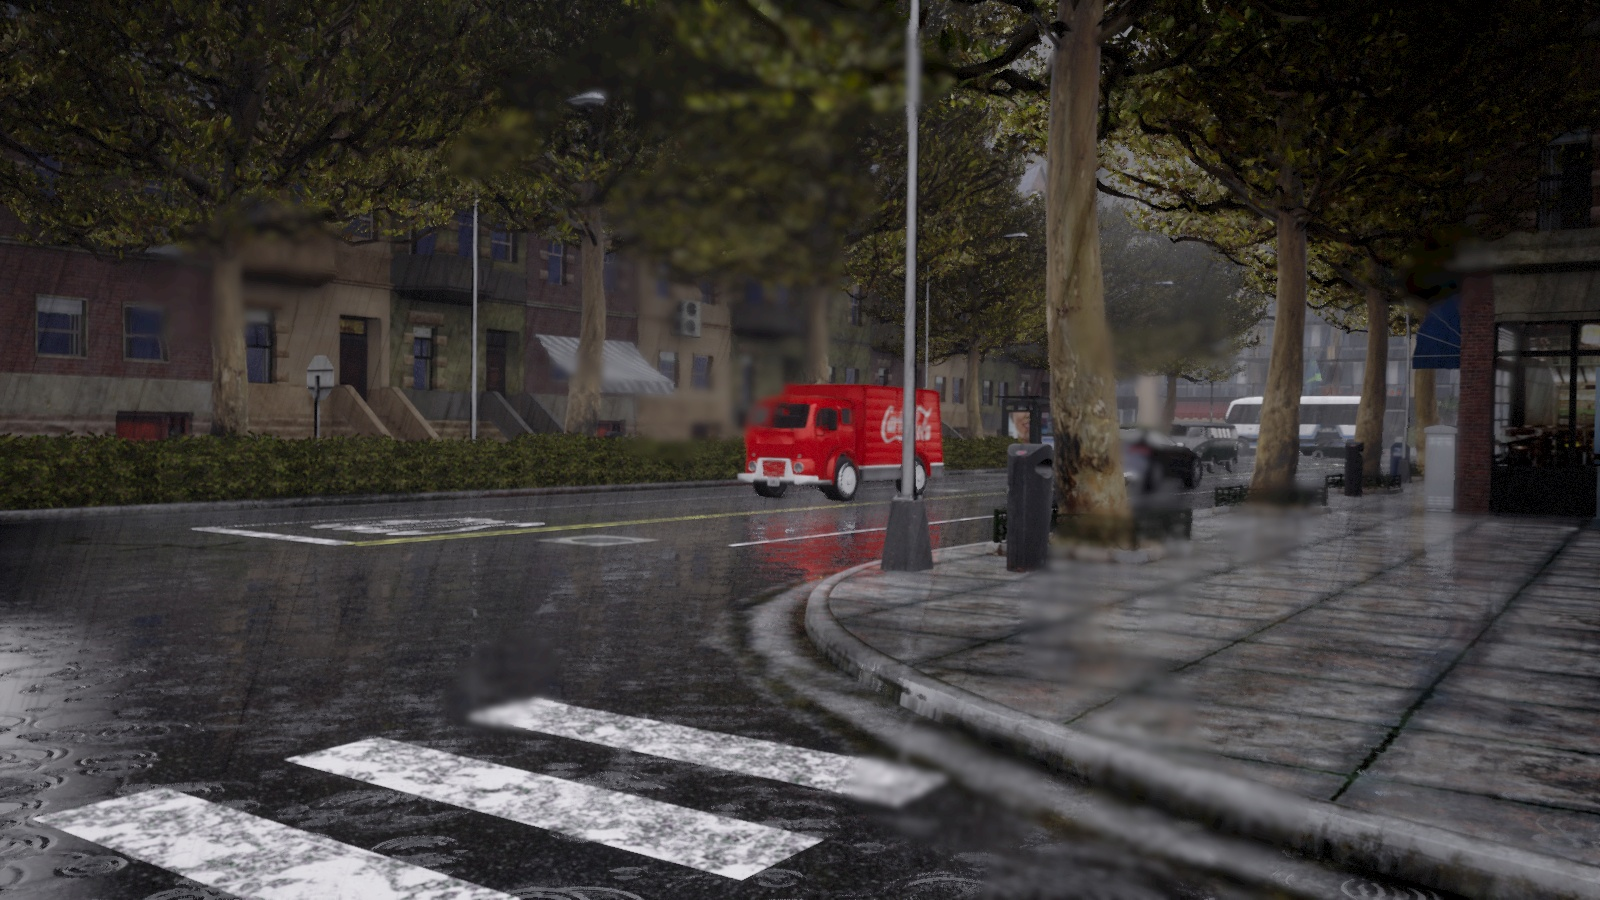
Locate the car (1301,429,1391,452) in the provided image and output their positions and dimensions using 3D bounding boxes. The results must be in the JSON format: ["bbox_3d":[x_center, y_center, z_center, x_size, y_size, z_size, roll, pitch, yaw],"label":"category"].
[{"bbox_3d":[33.140,-0.583,76.291,4.718,1.301,1.895,0,1,34],"label":"car"}]

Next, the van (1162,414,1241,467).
[{"bbox_3d":[15.846,-0.406,49.467,1.775,1.987,4.442,0,1,34],"label":"van"}]

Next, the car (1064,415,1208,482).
[{"bbox_3d":[8.993,-0.081,33.289,2.152,1.651,5.027,0,1,34],"label":"car"}]

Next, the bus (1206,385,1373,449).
[{"bbox_3d":[34.277,-2.261,88.184,10.273,4.253,3.944,0,1,34],"label":"bus"}]

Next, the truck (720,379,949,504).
[{"bbox_3d":[0.892,-0.216,27.663,2.627,2.467,5.204,0,1,34],"label":"truck"}]
